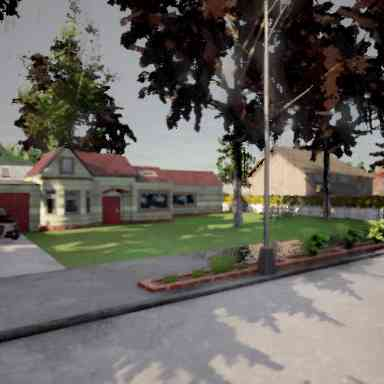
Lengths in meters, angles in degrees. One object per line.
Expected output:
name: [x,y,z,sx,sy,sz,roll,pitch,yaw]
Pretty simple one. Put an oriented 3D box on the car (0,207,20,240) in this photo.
car: [-8.751,1.332,14.313,1.994,1.381,4.181,0,0,-36]
